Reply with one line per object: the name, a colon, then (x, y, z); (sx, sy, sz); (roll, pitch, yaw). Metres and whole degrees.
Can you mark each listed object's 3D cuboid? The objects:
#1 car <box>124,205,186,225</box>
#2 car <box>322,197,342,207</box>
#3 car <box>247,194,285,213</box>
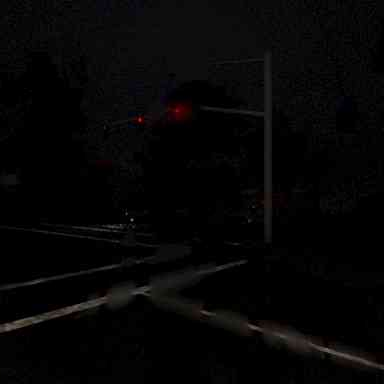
car: (-2.634, 1.601, 24.353); (1.895, 1.301, 4.718); (0, 0, 41)
car: (22.435, 1.492, 53.079); (2.128, 1.511, 4.902); (0, 0, 42)
car: (8.292, 1.223, 36.909); (2.150, 2.045, 5.566); (0, 0, 41)
